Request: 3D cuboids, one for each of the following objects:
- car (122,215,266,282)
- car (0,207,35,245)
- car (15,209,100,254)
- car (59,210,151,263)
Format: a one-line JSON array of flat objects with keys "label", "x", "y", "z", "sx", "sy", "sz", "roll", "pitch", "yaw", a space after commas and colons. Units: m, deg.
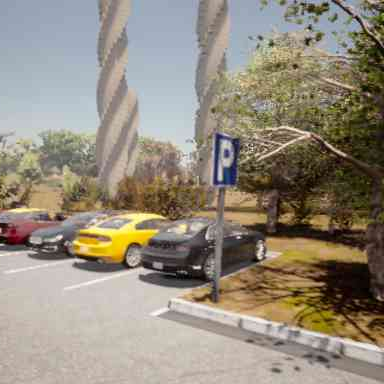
[{"label": "car", "x": 0.582, "y": 1.498, "z": 9.960, "sx": 2.231, "sy": 1.521, "sz": 4.892, "roll": 0, "pitch": 0, "yaw": 36}, {"label": "car", "x": -6.100, "y": 1.526, "z": 14.814, "sx": 2.163, "sy": 1.488, "sz": 4.792, "roll": 0, "pitch": 0, "yaw": 36}, {"label": "car", "x": -3.881, "y": 1.499, "z": 13.188, "sx": 2.231, "sy": 1.521, "sz": 4.892, "roll": 0, "pitch": 0, "yaw": 36}, {"label": "car", "x": -1.653, "y": 1.499, "z": 11.570, "sx": 2.097, "sy": 1.535, "sz": 5.008, "roll": 0, "pitch": 0, "yaw": 36}]
